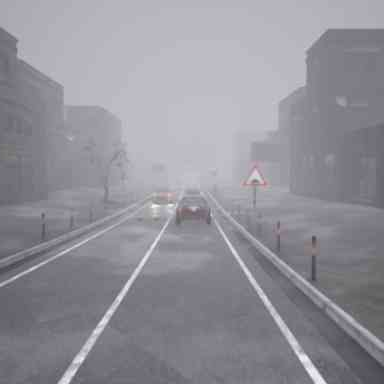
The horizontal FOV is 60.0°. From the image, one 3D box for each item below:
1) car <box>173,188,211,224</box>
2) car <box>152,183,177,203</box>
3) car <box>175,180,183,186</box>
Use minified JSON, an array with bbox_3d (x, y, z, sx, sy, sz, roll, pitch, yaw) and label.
[{"bbox_3d":[0.096,0.931,21.566,2.097,1.767,4.553,0,3,0],"label":"car"},{"bbox_3d":[-3.110,0.236,36.550,2.097,1.767,4.553,0,3,0],"label":"car"},{"bbox_3d":[-3.039,-2.065,76.941,1.994,1.385,4.181,0,3,0],"label":"car"}]
